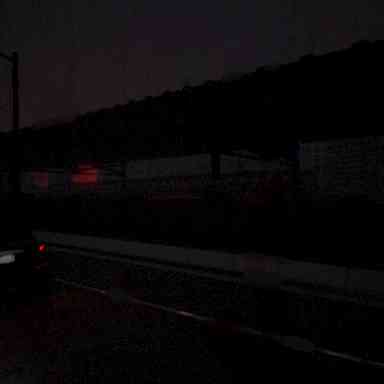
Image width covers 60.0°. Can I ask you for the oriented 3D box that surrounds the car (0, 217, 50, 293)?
[{"bbox_3d":[-5.393,1.352,7.813,4.553,1.767,2.097,0,0,35],"label":"car"}]
